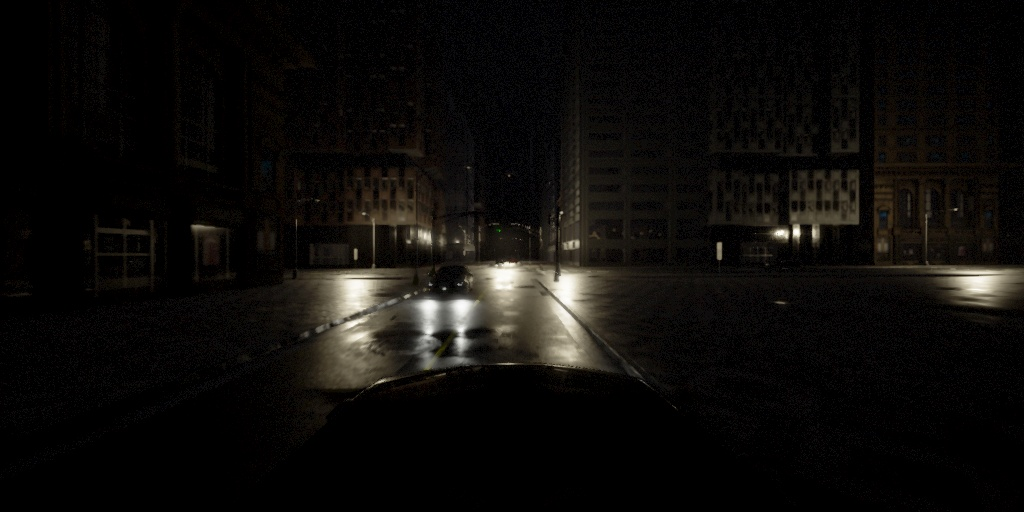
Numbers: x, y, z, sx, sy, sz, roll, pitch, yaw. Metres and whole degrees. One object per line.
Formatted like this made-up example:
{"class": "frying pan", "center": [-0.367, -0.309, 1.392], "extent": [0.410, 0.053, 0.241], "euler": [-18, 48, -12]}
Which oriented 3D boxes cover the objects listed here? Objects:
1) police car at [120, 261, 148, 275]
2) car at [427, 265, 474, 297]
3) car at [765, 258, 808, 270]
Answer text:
{"class": "police car", "center": [-39.595, 1.367, 37.398], "extent": [5.238, 1.638, 1.930], "euler": [0, 0, 0]}
{"class": "car", "center": [-3.076, 1.247, 18.763], "extent": [1.837, 1.490, 4.892], "euler": [0, 0, 0]}
{"class": "car", "center": [35.670, 0.978, 46.730], "extent": [4.902, 1.511, 2.128], "euler": [0, 0, 1]}
